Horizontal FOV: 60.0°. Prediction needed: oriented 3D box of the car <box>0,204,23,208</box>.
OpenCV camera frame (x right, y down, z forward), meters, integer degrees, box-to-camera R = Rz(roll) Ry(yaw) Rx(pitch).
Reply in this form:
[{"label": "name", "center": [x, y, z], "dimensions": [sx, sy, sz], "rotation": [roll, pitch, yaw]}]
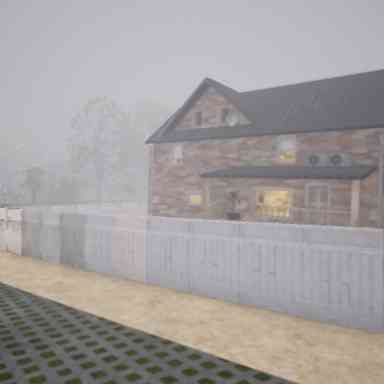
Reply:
[{"label": "car", "center": [-16.773, 1.789, 31.132], "dimensions": [1.895, 1.301, 4.718], "rotation": [3, 3, 44]}]
